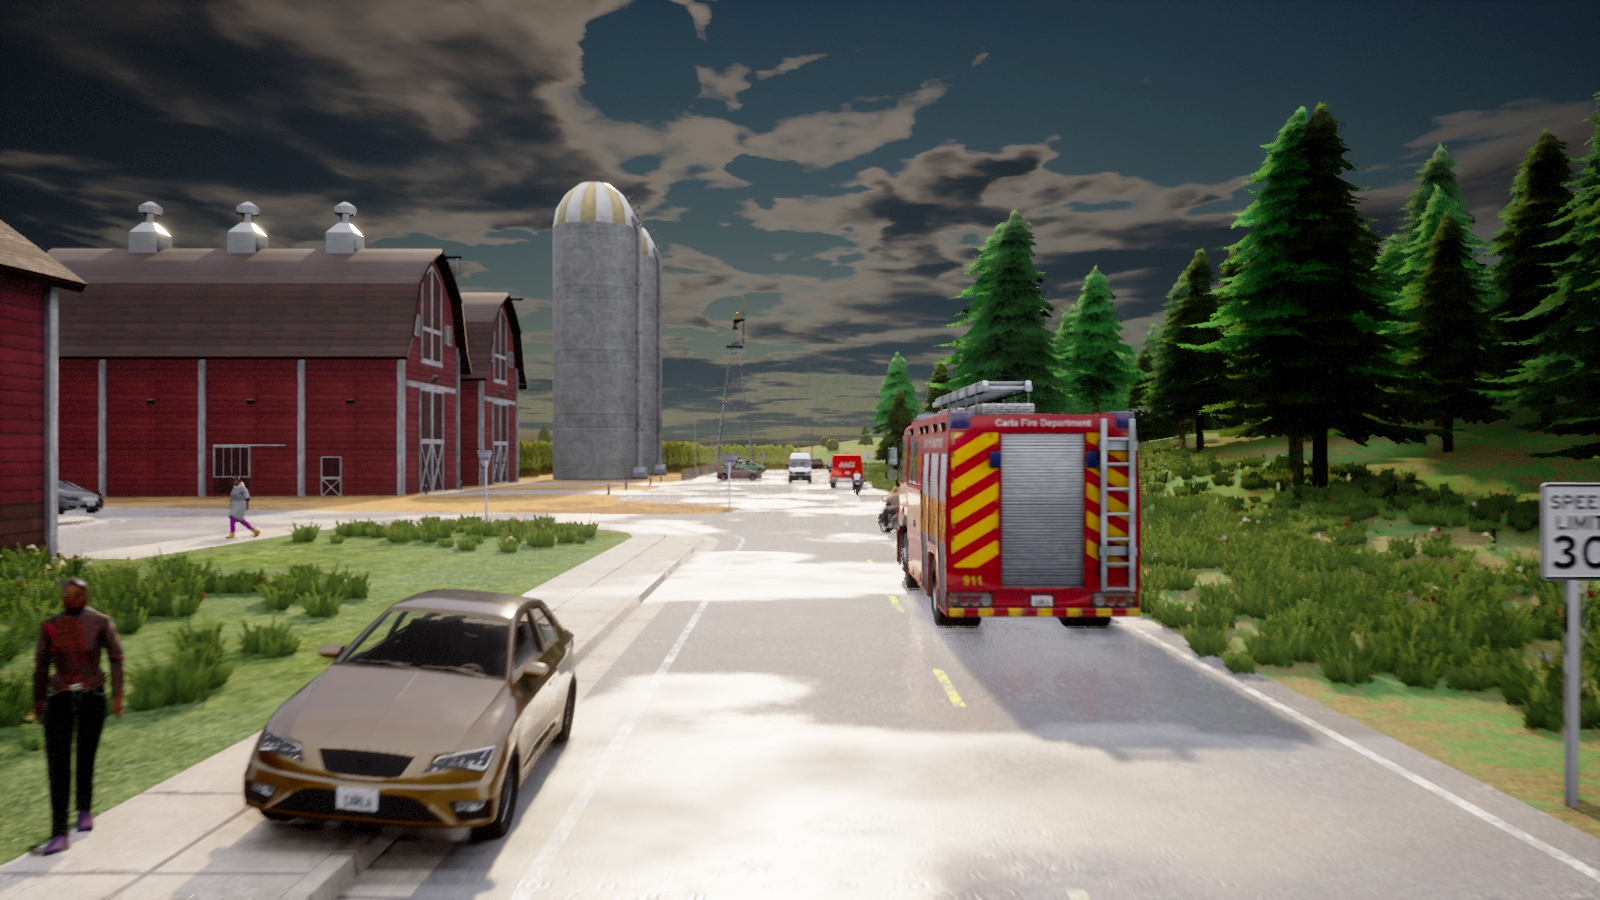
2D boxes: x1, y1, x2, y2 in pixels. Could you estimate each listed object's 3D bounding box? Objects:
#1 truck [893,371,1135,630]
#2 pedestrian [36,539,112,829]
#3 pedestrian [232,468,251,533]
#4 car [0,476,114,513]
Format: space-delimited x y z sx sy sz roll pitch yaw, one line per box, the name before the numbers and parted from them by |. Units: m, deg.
truck | 3.496 0.750 21.095 2.891 3.827 8.468 0 0 0
pedestrian | -4.908 1.555 7.736 0.375 1.860 0.375 0 0 -24
pedestrian | -16.201 1.470 33.140 0.375 1.860 0.375 0 0 35
car | -32.708 1.906 49.918 4.902 1.511 2.128 0 0 21
